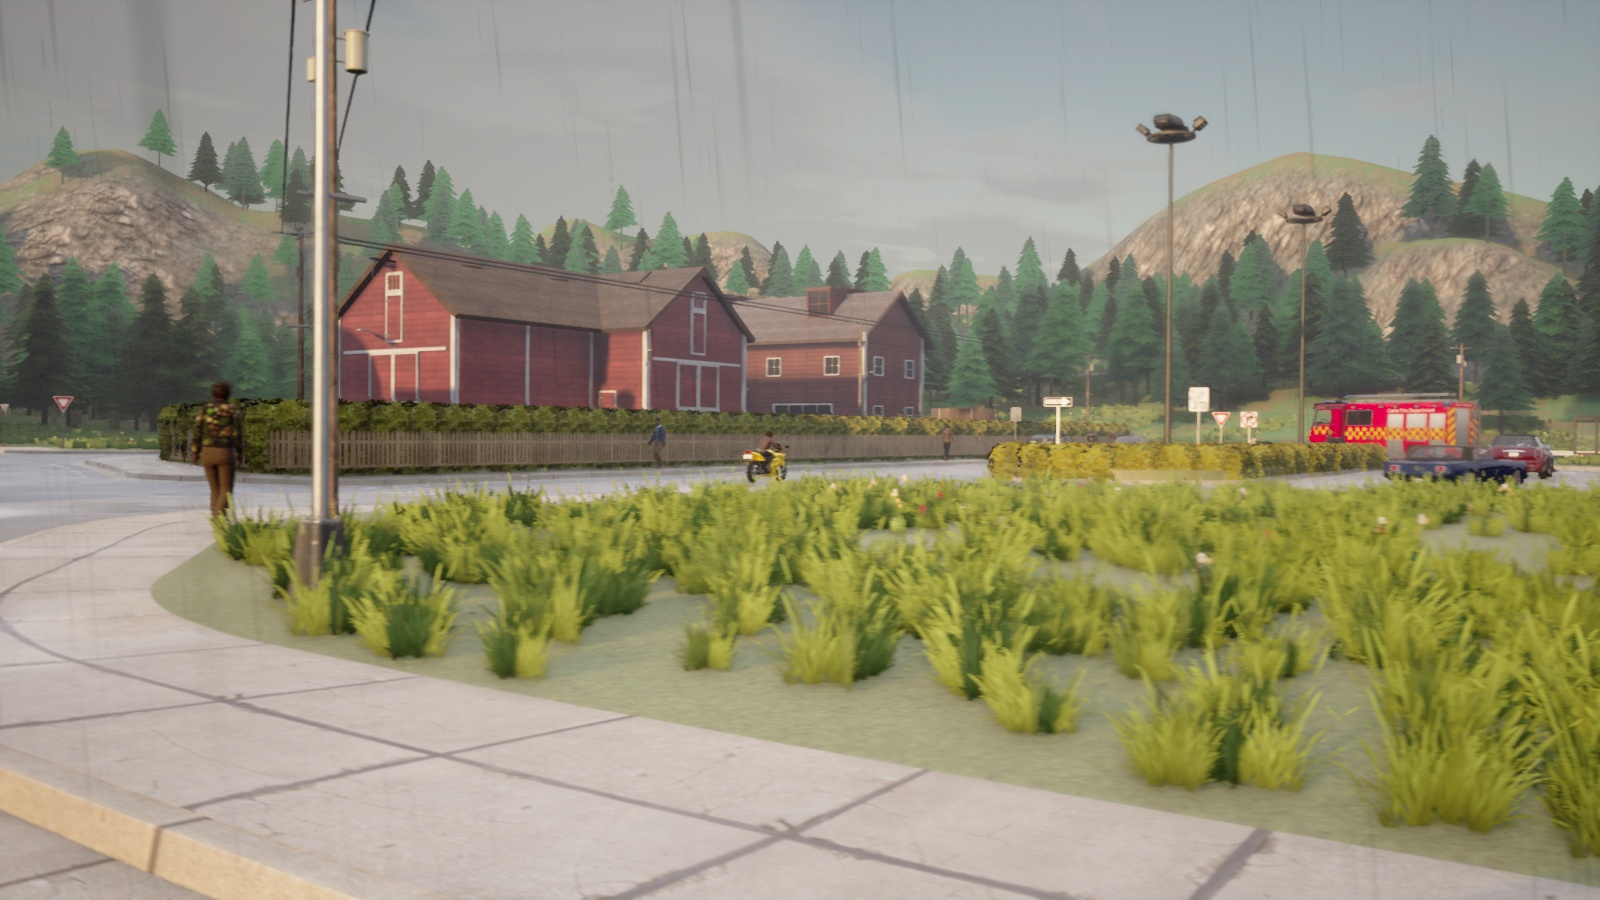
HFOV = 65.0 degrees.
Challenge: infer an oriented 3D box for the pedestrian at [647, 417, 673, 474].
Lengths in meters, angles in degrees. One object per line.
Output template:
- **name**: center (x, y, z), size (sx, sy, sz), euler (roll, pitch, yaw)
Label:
- **pedestrian**: center (-4.854, -0.163, 43.605), size (0.788, 1.949, 0.423), euler (-1, 1, -44)

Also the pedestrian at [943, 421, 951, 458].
- **pedestrian**: center (7.179, -0.514, 61.283), size (0.328, 1.805, 0.869), euler (0, 1, 11)

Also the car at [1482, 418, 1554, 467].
- **car**: center (27.522, -0.316, 48.052), size (2.097, 1.767, 4.553), euler (0, 1, 33)

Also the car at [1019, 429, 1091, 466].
- **car**: center (11.141, -0.136, 54.643), size (1.789, 1.549, 3.705), euler (0, 1, 34)

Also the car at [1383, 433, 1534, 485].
- **car**: center (18.002, 0.201, 34.234), size (4.718, 1.301, 1.895), euler (-1, 1, -38)

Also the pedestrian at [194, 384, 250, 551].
- **pedestrian**: center (-6.867, 0.198, 14.926), size (0.395, 1.930, 0.692), euler (-1, 1, -8)

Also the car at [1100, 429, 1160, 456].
- **car**: center (19.249, -0.463, 73.134), size (1.882, 1.535, 5.008), euler (0, 1, 34)

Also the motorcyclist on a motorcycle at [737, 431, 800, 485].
- **motorcyclist on a motorcycle**: center (-0.907, 0.224, 36.549), size (0.797, 1.523, 2.044), euler (0, 1, 34)

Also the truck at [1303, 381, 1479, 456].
- **truck**: center (31.671, -1.645, 67.777), size (2.891, 3.827, 8.468), euler (-1, 1, -30)
